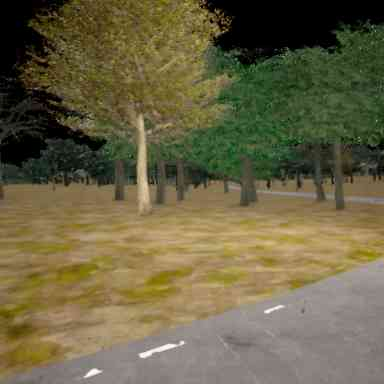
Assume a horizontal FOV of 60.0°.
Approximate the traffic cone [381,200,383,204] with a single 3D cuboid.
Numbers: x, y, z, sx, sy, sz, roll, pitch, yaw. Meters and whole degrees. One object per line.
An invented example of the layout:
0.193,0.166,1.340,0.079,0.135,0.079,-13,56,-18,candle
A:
31.125,1.596,54.374,0.340,0.580,0.340,-2,0,12,traffic cone
